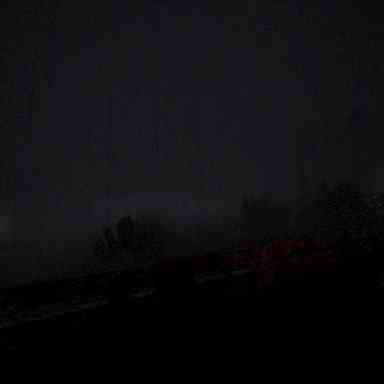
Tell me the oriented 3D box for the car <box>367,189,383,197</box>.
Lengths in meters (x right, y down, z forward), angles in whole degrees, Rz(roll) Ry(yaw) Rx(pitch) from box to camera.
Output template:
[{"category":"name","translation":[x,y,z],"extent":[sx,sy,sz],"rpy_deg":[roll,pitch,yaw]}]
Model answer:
[{"category":"car","translation":[44.161,0.215,80.206],"extent":[2.150,2.045,5.566],"rpy_deg":[-1,0,3]}]
